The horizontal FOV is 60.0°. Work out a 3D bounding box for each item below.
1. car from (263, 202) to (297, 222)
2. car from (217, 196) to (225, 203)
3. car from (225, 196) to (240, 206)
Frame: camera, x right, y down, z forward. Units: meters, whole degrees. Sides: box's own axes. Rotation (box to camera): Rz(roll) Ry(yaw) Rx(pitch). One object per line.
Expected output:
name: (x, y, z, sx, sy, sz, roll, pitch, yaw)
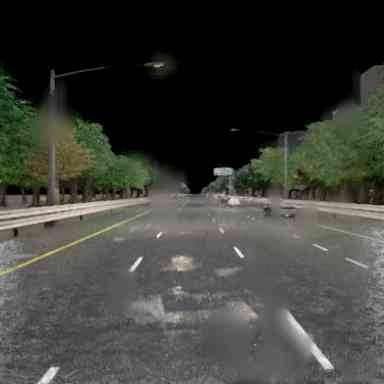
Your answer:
car: (7.033, 1.551, 26.947, 2.128, 1.511, 4.902, 0, 0, 0)
car: (7.276, 1.571, 73.418, 2.097, 1.767, 4.553, 0, 0, 0)
car: (7.163, 1.692, 56.994, 1.812, 1.442, 4.674, 0, 0, 0)
